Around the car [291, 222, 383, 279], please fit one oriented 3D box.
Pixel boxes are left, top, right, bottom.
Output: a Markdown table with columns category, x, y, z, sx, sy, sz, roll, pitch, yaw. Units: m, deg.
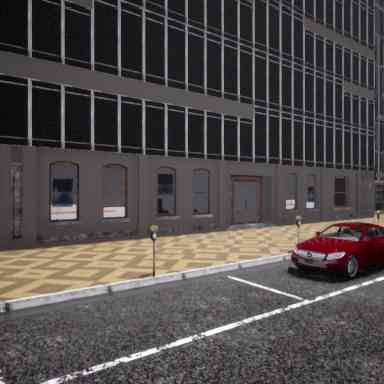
| category | x | y | z | sx | sy | sz | roll | pitch | yaw |
| --- | --- | --- | --- | --- | --- | --- | --- | --- | --- |
| car | 4.782 | 1.582 | 9.989 | 4.206 | 1.307 | 1.802 | 0 | 0 | -36 |
